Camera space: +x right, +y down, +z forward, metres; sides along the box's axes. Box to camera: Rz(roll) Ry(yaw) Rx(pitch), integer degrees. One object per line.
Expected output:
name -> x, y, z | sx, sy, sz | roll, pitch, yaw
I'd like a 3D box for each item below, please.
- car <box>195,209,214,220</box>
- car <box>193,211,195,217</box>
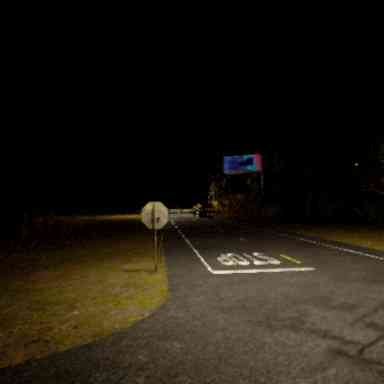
car -> 2.058, 3.403, 50.244 | 2.033, 1.411, 5.357 | -1, -2, -5
car -> 1.314, 3.624, 57.338 | 2.128, 1.511, 4.902 | -1, -2, -6
